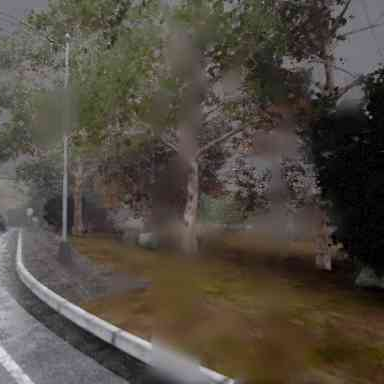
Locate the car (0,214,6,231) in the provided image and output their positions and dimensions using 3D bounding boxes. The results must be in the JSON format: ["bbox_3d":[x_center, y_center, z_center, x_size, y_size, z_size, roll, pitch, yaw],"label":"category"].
[{"bbox_3d":[-24.495,3.813,41.323,2.150,2.045,5.566,1,-5,-27],"label":"car"}]
